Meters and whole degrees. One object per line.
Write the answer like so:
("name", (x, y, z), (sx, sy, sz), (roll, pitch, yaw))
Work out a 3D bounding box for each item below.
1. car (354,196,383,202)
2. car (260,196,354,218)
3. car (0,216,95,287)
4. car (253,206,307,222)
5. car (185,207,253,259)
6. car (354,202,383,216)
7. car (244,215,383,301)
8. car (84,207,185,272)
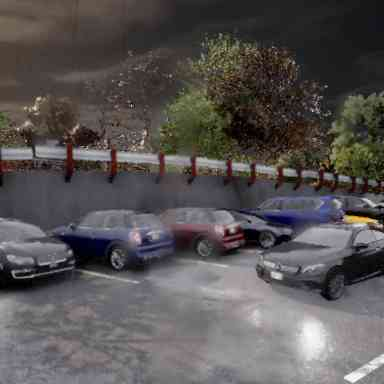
("car", (9.508, 1.231, 19.755), (5.566, 2.045, 2.435), (-1, -1, 35))
("car", (4.537, 1.233, 16.284), (5.566, 2.045, 2.435), (-1, 0, 34))
("car", (-5.282, 1.487, 9.256), (4.892, 1.521, 2.231), (-1, -1, 34))
("car", (2.128, 1.514, 14.492), (4.792, 1.488, 2.163), (-1, -1, 35))
("car", (-0.336, 1.359, 12.739), (4.553, 1.767, 2.185), (-1, -1, 34))
("car", (7.180, 1.478, 17.918), (5.366, 1.575, 1.946), (-1, -1, 34))
("car", (3.702, 1.524, 8.457), (4.674, 1.442, 1.812), (0, 0, -36))
("car", (-2.797, 1.360, 10.974), (4.553, 1.767, 2.185), (-1, 0, 35))
